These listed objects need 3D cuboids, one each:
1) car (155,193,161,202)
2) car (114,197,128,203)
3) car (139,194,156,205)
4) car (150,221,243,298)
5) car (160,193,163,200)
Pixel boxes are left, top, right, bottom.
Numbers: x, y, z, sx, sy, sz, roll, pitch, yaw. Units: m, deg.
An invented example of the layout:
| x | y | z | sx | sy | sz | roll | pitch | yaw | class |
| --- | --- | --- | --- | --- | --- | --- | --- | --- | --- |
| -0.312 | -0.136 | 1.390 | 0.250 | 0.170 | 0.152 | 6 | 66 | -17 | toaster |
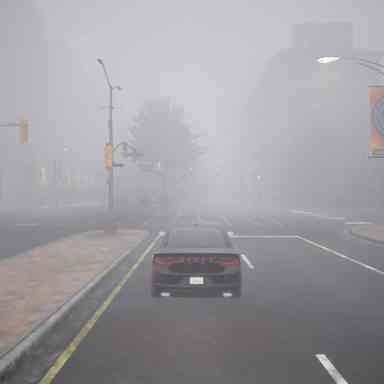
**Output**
| x | y | z | sx | sy | sz | roll | pitch | yaw | class |
| --- | --- | --- | --- | --- | --- | --- | --- | --- | --- |
| -7.782 | 1.526 | 65.856 | 1.812 | 1.442 | 4.674 | 0 | 0 | 1 | car |
| -14.490 | 1.595 | 67.967 | 1.895 | 1.301 | 4.718 | 0 | 0 | 0 | car |
| -7.865 | 1.505 | 56.597 | 1.837 | 1.490 | 4.892 | 0 | 0 | 1 | car |
| 0.110 | 1.478 | 8.590 | 1.882 | 1.535 | 5.008 | 0 | 0 | 1 | car |
| -7.707 | 1.225 | 76.608 | 2.150 | 2.045 | 5.566 | 0 | 0 | 0 | car |
